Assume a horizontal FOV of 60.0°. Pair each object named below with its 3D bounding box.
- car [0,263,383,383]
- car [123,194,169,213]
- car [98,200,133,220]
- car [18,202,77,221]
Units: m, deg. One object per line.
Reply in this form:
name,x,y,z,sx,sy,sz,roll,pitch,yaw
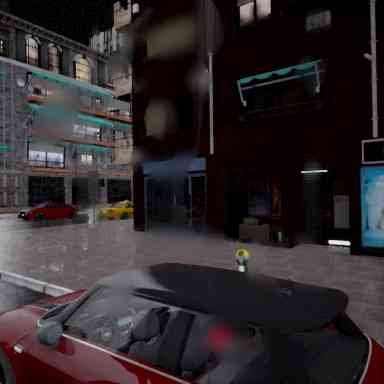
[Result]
car,-0.356,1.441,3.206,4.097,1.590,1.967,0,-1,36
car,-4.645,1.142,34.301,2.097,1.767,4.553,-1,0,36
car,-4.618,1.282,24.563,1.752,1.417,4.829,-1,0,36
car,-11.040,1.450,25.620,1.994,1.385,4.181,-1,0,36
